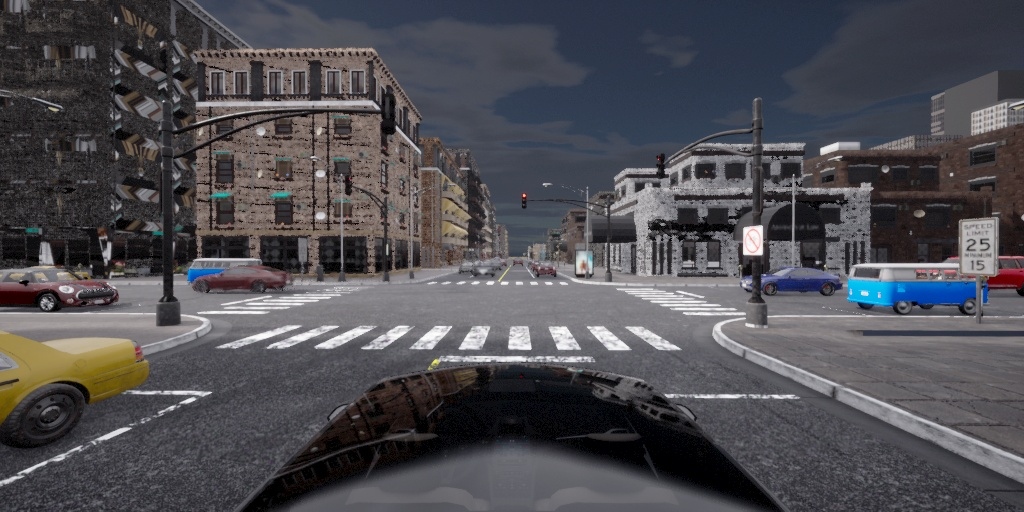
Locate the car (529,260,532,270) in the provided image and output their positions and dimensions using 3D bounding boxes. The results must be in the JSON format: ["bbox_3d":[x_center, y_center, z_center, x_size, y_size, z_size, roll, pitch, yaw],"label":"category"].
[{"bbox_3d":[3.445,1.347,46.491,1.802,1.307,4.207,0,0,1],"label":"car"}]

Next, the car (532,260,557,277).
[{"bbox_3d":[3.253,1.195,35.099,1.967,1.591,4.097,0,0,1],"label":"car"}]

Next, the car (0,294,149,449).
[{"bbox_3d":[-5.681,1.275,2.609,1.751,1.417,4.829,0,0,1],"label":"car"}]

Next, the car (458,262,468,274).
[{"bbox_3d":[-5.031,1.311,40.924,2.007,1.370,4.403,0,0,1],"label":"car"}]

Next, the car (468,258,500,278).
[{"bbox_3d":[-2.560,1.246,34.105,2.128,1.511,4.902,0,0,0],"label":"car"}]

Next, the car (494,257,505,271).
[{"bbox_3d":[-2.301,1.272,48.853,1.837,1.490,4.892,0,0,1],"label":"car"}]

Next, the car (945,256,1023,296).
[{"bbox_3d":[24.350,1.019,18.891,5.566,2.045,2.150,0,0,0],"label":"car"}]

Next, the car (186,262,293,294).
[{"bbox_3d":[-14.375,1.239,19.318,4.674,1.442,1.812,0,1,-1],"label":"car"}]

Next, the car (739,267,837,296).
[{"bbox_3d":[14.688,1.298,18.982,4.674,1.442,1.812,0,0,2],"label":"car"}]

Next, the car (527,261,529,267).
[{"bbox_3d":[3.542,1.321,52.187,2.007,1.370,4.403,0,0,1],"label":"car"}]

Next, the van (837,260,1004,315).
[{"bbox_3d":[14.849,1.156,13.198,3.998,1.789,1.690,0,0,1],"label":"van"}]

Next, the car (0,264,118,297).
[{"bbox_3d":[-17.529,1.190,13.506,4.097,1.591,1.967,0,0,1],"label":"car"}]

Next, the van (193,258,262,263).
[{"bbox_3d":[-17.430,1.030,21.886,3.998,1.789,1.690,0,0,1],"label":"van"}]
